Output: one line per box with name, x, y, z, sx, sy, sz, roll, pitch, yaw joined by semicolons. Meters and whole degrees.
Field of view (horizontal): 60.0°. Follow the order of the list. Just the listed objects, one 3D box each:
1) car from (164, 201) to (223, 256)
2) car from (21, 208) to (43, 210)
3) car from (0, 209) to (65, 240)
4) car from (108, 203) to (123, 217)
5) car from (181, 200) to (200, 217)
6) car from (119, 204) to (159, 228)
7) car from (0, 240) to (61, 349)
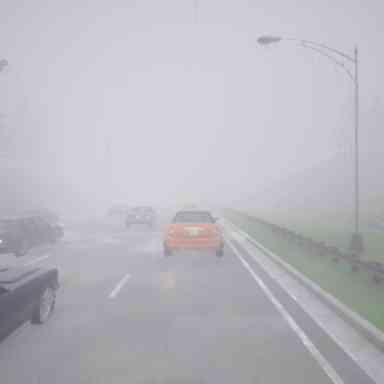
car;0.056;1.433;13.622;2.097;1.767;4.553;0;0;0
car;-10.478;1.720;22.051;1.994;1.385;4.181;0;0;0
car;-6.936;1.643;13.296;2.033;1.411;5.357;0;0;0
car;-7.189;1.820;34.069;1.895;1.301;4.718;0;0;-2
car;-0.216;1.686;34.915;1.882;1.535;5.008;0;0;-2
car;-3.487;1.697;23.684;2.033;1.411;5.357;0;0;-1
car;-3.416;1.635;4.238;1.895;1.301;4.718;0;0;0
